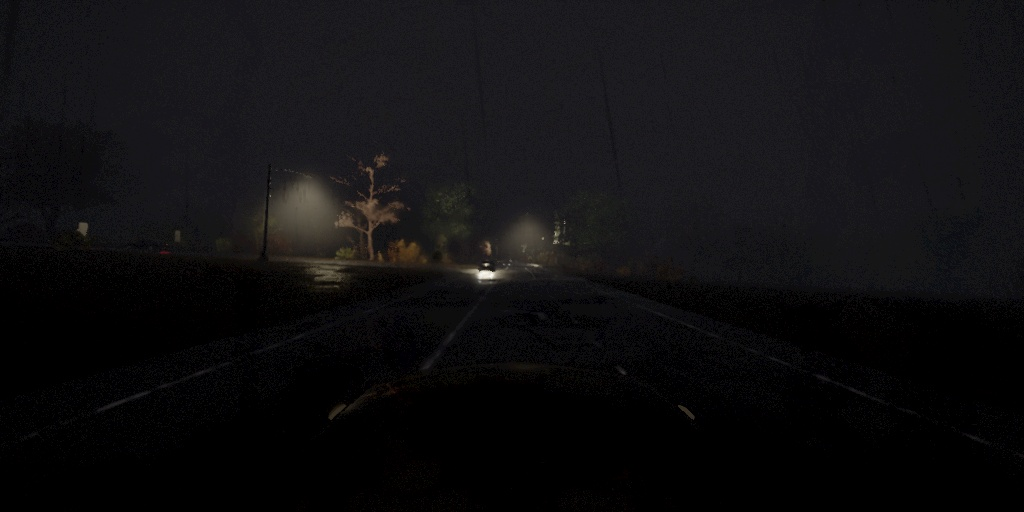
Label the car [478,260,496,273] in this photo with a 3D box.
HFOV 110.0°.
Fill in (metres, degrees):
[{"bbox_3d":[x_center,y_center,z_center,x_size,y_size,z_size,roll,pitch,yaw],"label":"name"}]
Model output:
[{"bbox_3d":[-2.837,1.190,42.092,2.033,1.411,5.357,3,0,1],"label":"car"}]
